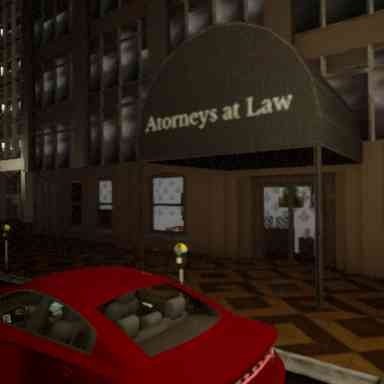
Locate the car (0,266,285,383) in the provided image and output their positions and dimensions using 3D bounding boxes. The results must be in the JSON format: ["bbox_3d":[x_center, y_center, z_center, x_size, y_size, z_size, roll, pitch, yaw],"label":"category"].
[{"bbox_3d":[-1.263,1.554,3.786,4.507,1.381,1.887,0,-1,36],"label":"car"}]
